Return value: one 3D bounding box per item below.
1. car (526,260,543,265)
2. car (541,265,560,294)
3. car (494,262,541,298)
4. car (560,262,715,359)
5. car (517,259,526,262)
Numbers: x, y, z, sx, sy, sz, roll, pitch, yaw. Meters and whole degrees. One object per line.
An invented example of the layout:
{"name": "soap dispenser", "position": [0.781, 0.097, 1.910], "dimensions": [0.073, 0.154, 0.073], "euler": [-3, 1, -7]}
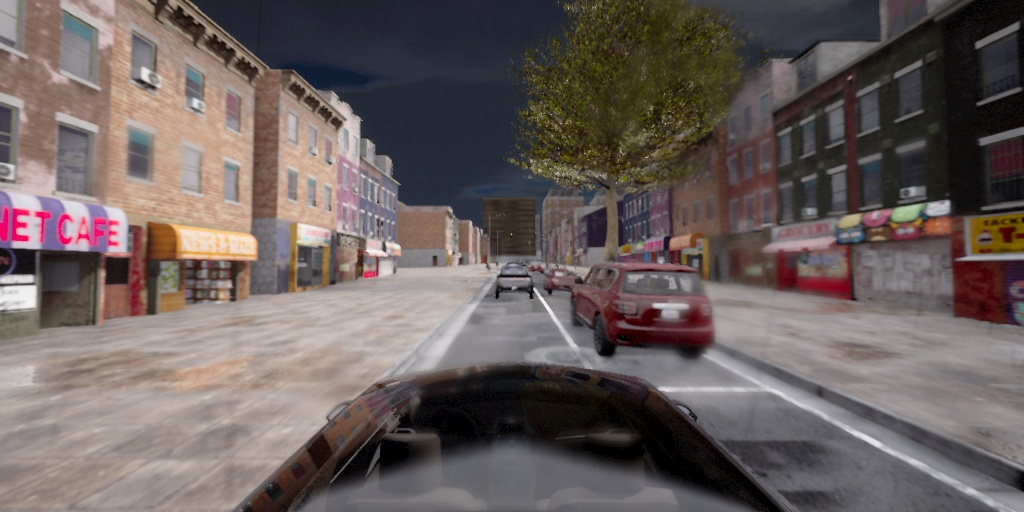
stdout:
{"name": "car", "position": [2.643, 1.242, 41.752], "dimensions": [1.967, 1.591, 4.097], "euler": [0, 0, 0]}
{"name": "car", "position": [2.642, 1.338, 19.538], "dimensions": [1.802, 1.307, 4.207], "euler": [0, 0, 0]}
{"name": "car", "position": [0.102, 1.245, 18.340], "dimensions": [2.128, 1.511, 4.902], "euler": [0, 0, 0]}
{"name": "car", "position": [2.642, 1.064, 8.432], "dimensions": [2.192, 1.841, 5.009], "euler": [0, 0, 0]}
{"name": "car", "position": [0.120, 1.306, 33.894], "dimensions": [1.812, 1.442, 4.674], "euler": [0, 0, 0]}
